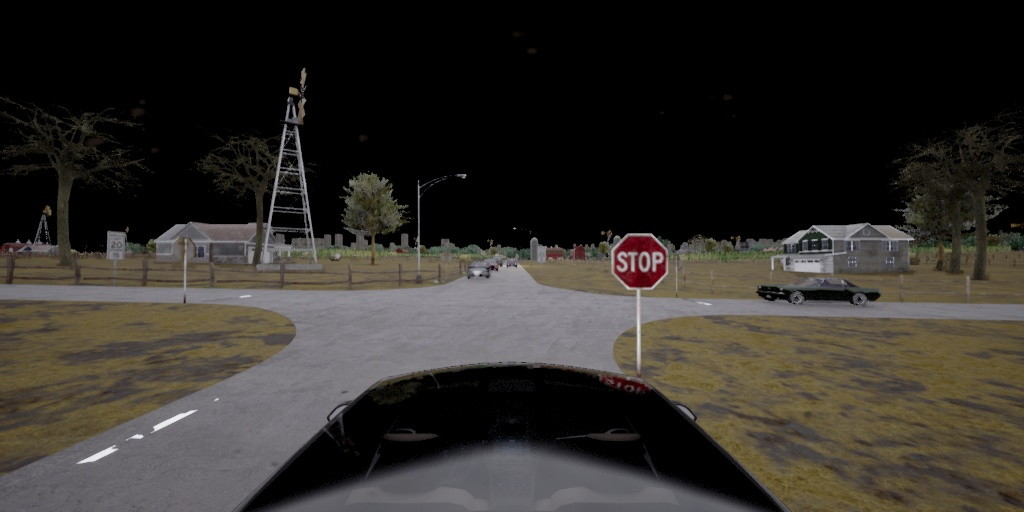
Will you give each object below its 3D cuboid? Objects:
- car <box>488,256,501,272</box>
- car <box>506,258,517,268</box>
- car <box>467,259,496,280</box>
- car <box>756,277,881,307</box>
[{"bbox_3d":[-2.851,1.110,47.322,2.097,1.767,4.553,0,0,-1],"label":"car"},{"bbox_3d":[-0.017,1.374,61.924,1.895,1.301,4.718,0,0,0],"label":"car"},{"bbox_3d":[-2.853,1.244,31.630,2.128,1.511,4.902,0,0,0],"label":"car"},{"bbox_3d":[14.688,1.690,17.419,4.718,1.301,1.895,1,-1,0],"label":"car"}]
